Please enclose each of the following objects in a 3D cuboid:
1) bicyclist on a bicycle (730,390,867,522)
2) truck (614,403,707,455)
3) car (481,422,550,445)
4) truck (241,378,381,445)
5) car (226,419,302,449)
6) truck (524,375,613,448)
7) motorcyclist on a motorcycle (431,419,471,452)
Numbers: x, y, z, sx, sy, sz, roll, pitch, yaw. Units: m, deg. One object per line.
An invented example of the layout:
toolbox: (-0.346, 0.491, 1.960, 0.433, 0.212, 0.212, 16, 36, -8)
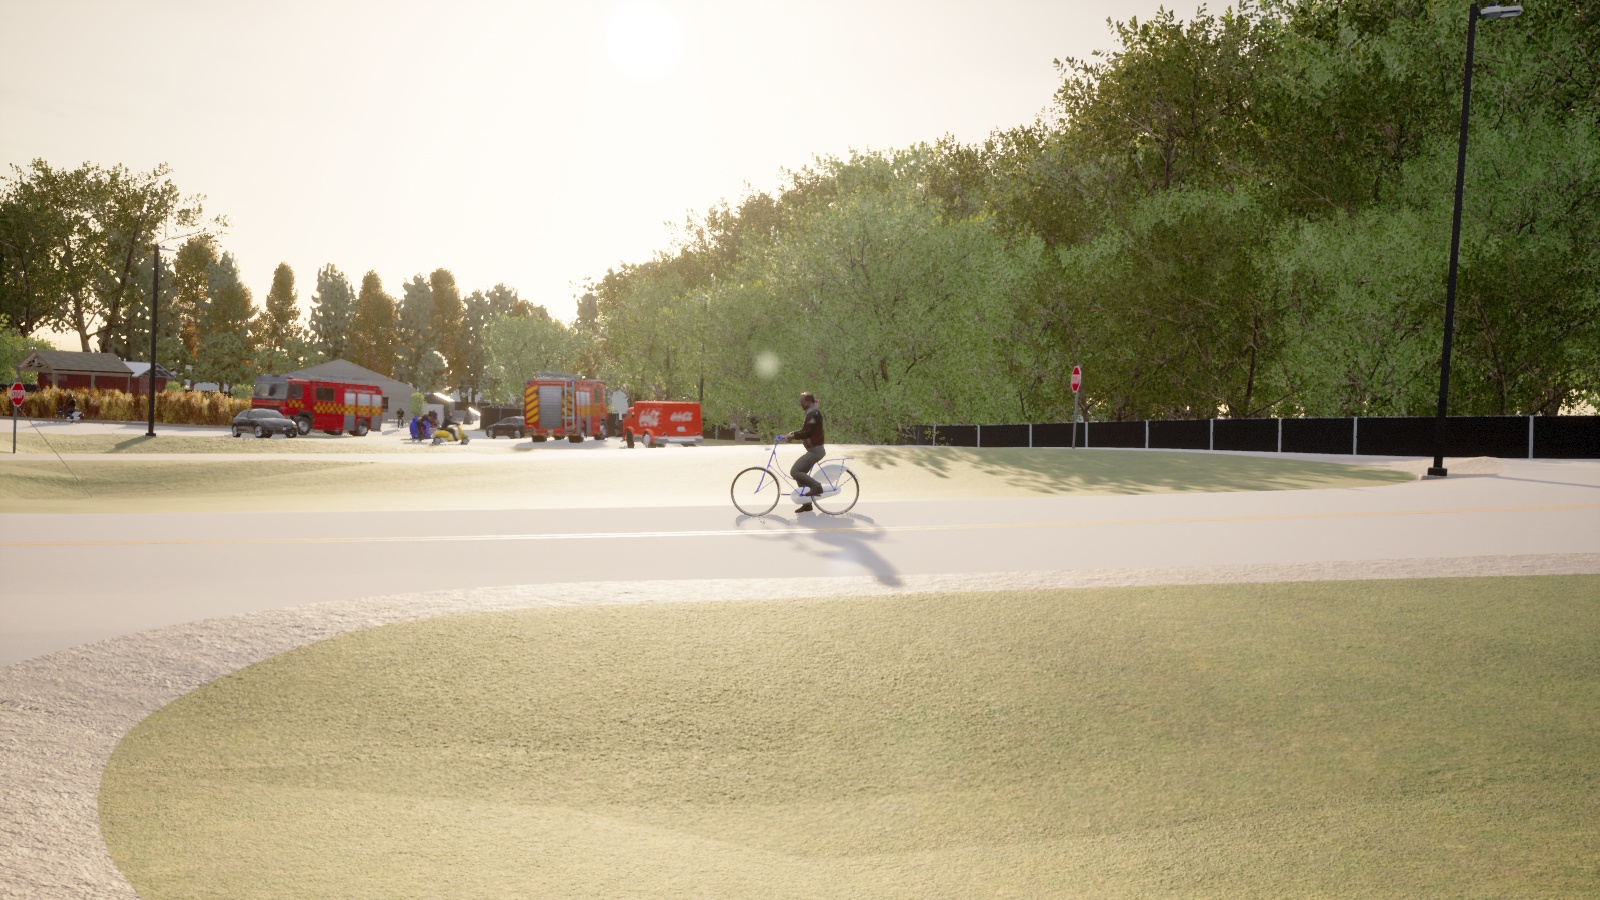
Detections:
bicyclist on a bicycle: (-0.028, 0.070, 17.746, 1.843, 1.776, 0.659, -2, 3, -5)
truck: (-7.128, -1.102, 63.691, 2.627, 2.467, 5.204, -2, 3, -32)
car: (-18.775, -1.096, 82.853, 4.892, 1.490, 1.837, 1, 2, 40)
truck: (-30.062, -2.268, 77.714, 2.891, 3.827, 8.468, 2, 1, 23)
car: (-27.789, -0.847, 65.069, 4.892, 1.490, 1.837, 1, 1, 44)
truck: (-12.904, -2.162, 70.884, 2.891, 3.827, 8.468, -1, 2, 4)
motorcyclist on a motorcycle: (-16.886, -0.702, 60.761, 1.817, 1.590, 0.866, 0, 2, -20)
